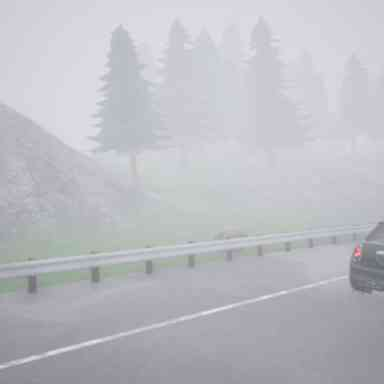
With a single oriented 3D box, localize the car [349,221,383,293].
[{"bbox_3d":[5.658,1.349,7.565,4.553,1.767,2.097,0,0,-34],"label":"car"}]
